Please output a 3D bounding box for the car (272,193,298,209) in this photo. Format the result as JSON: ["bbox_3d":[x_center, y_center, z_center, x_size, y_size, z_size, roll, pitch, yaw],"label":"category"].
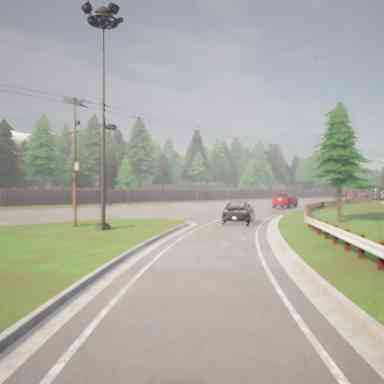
[{"bbox_3d":[12.227,1.095,43.478,2.150,2.045,5.566,0,0,31],"label":"car"}]

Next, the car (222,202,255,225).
[{"bbox_3d":[3.305,1.421,23.254,2.128,1.511,4.902,0,0,15],"label":"car"}]
